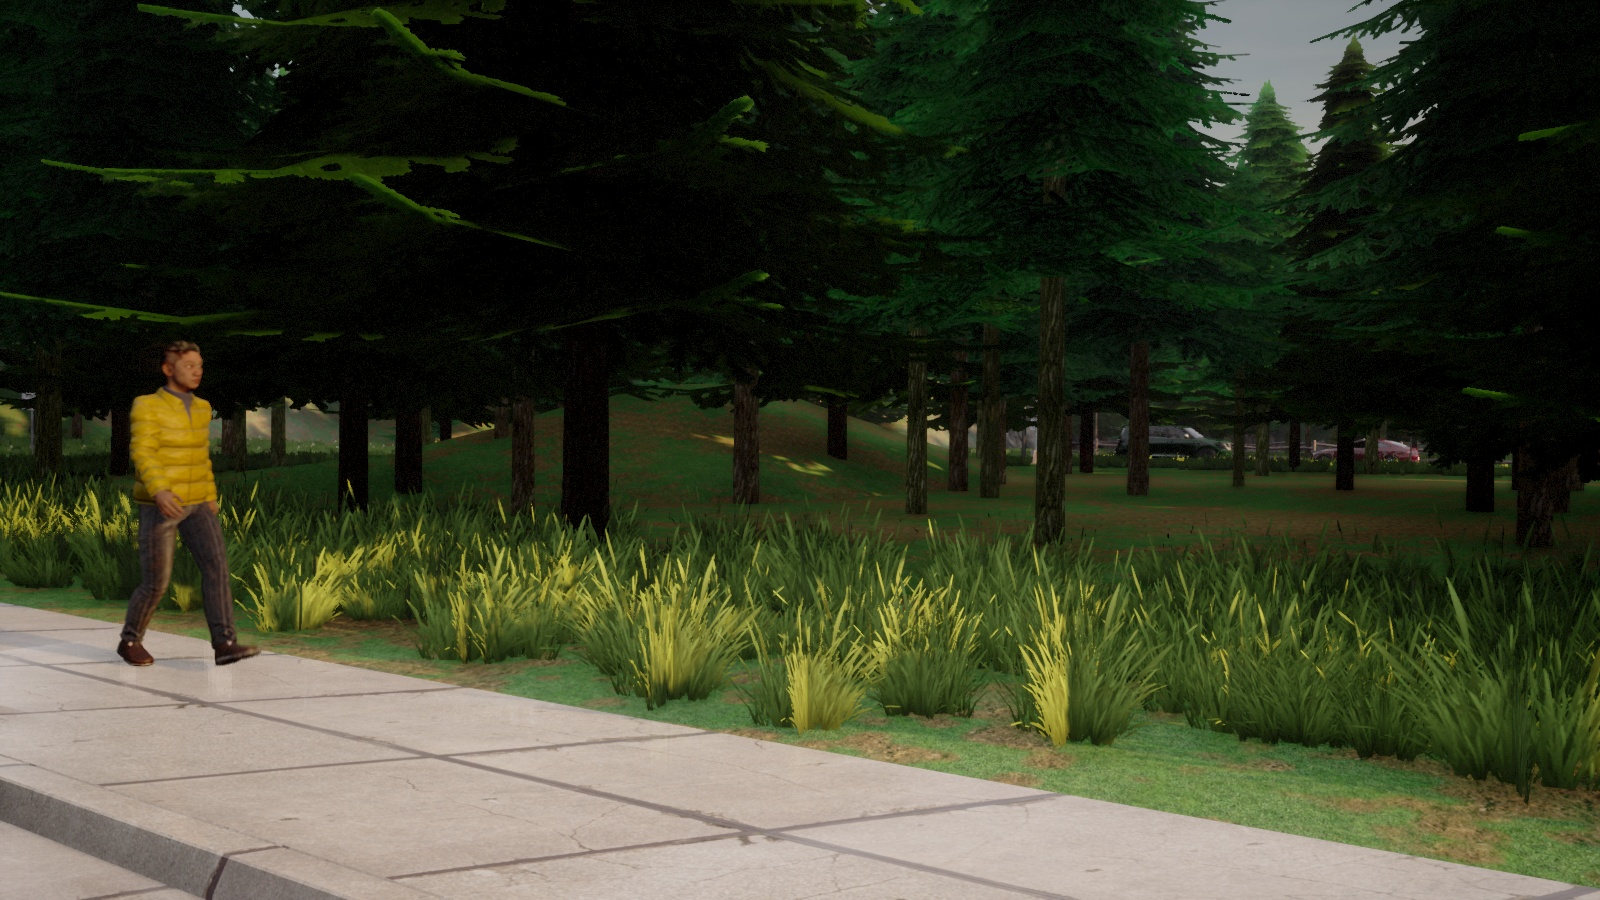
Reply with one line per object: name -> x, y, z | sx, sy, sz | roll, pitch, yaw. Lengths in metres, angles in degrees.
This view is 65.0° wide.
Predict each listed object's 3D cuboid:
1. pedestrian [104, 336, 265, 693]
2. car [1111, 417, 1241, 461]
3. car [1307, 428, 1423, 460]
pedestrian -> -3.341, 0.330, 6.824 | 0.709, 1.840, 0.431 | 0, 1, 28
car -> 18.007, -0.535, 60.237 | 5.566, 2.045, 2.150 | 0, 1, 32
car -> 26.390, -0.283, 58.711 | 4.674, 1.442, 1.812 | 0, 1, 35
